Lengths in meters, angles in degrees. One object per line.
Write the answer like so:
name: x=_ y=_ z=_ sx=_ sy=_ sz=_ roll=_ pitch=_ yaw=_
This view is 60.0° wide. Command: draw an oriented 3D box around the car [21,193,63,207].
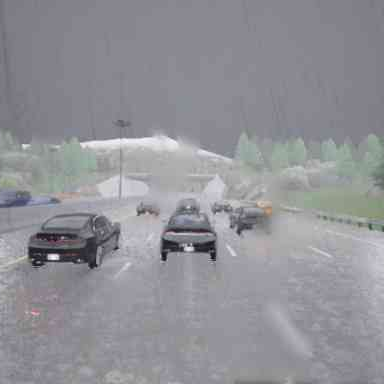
car: x=-14.482 y=1.163 z=32.963 sx=1.882 sy=1.535 sz=5.008 roll=1 pitch=0 yaw=-1

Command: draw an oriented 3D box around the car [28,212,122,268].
car: x=-3.594 y=1.424 z=10.989 sx=1.837 sy=1.490 sz=4.892 roll=1 pitch=0 yaw=-1

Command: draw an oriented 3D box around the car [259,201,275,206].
car: x=6.644 y=1.587 z=31.212 sx=1.882 sy=1.535 sz=5.008 roll=1 pitch=0 yaw=-1

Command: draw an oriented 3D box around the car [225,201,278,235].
car: x=3.297 y=1.558 z=19.421 sx=1.837 sy=1.490 sz=4.892 roll=1 pitch=0 yaw=-1

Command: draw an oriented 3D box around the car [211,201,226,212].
car: x=3.085 y=1.636 z=35.455 sx=1.895 sy=1.301 sz=4.718 roll=1 pitch=0 yaw=-1

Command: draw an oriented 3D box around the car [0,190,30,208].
car: x=-17.976 y=0.830 z=33.218 sx=2.150 sy=2.045 sz=5.566 roll=1 pitch=0 yaw=-1

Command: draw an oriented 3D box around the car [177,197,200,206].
car: x=-0.340 y=1.322 z=30.191 sx=2.097 sy=1.767 sz=4.553 roll=1 pitch=0 yaw=-1

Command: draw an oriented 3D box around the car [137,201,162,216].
car: x=-3.852 y=1.500 z=30.708 sx=1.895 sy=1.301 sz=4.718 roll=1 pitch=0 yaw=-1

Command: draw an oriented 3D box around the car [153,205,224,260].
car: x=-0.111 y=1.480 z=12.323 sx=2.128 sy=1.511 sz=4.902 roll=1 pitch=0 yaw=-1
